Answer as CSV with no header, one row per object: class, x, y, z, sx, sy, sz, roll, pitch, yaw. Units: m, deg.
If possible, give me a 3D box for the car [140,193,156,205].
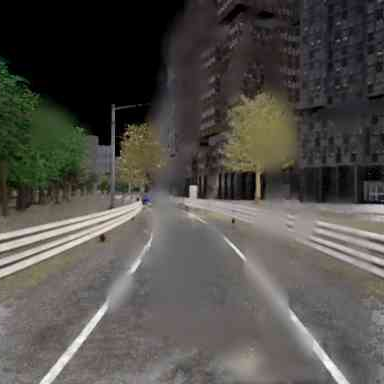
car,-7.755,1.105,58.062,2.150,2.045,5.566,0,0,-19
